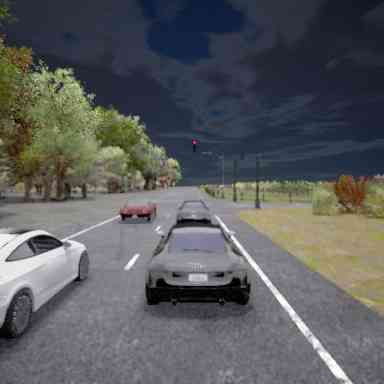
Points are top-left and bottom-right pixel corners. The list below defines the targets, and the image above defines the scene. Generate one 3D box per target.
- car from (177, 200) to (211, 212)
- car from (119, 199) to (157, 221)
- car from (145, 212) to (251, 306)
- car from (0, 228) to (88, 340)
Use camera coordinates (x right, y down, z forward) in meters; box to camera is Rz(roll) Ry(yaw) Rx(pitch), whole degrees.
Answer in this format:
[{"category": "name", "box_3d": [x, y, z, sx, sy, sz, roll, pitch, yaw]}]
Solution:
[{"category": "car", "box_3d": [0.097, 1.158, 19.199, 1.994, 1.385, 4.181, 0, 1, 0]}, {"category": "car", "box_3d": [-3.402, 1.134, 22.086, 1.895, 1.301, 4.718, 0, 1, 0]}, {"category": "car", "box_3d": [0.099, 1.399, 7.728, 1.994, 1.385, 4.181, 0, 1, 0]}, {"category": "car", "box_3d": [-3.404, 1.393, 6.169, 1.812, 1.442, 4.674, 0, 1, 0]}]
